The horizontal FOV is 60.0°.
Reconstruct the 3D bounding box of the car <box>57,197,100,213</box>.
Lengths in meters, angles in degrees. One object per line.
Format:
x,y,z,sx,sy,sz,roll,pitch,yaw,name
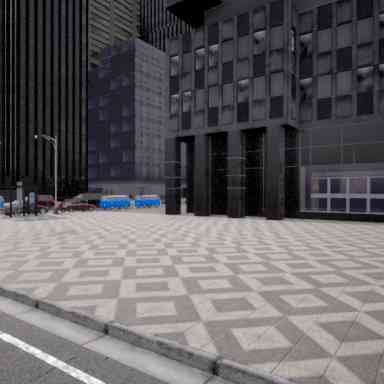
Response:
-12.670,1.576,36.528,1.802,1.307,4.206,0,0,35,car

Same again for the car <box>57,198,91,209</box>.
-16.323,1.548,46.097,1.802,1.307,4.206,0,0,35,car

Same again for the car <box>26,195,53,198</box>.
-19.615,1.285,41.470,2.192,1.841,5.009,0,0,35,car

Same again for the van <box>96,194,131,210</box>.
-9.377,1.332,41.153,1.690,1.788,3.998,0,0,35,van

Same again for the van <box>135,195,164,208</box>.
-6.084,1.329,45.778,1.690,1.788,3.998,0,0,35,van

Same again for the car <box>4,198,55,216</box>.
-15.963,1.549,31.903,2.008,1.369,4.403,0,0,35,car

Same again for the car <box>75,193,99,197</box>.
-14.360,1.196,44.260,2.150,2.045,5.566,0,0,35,car
